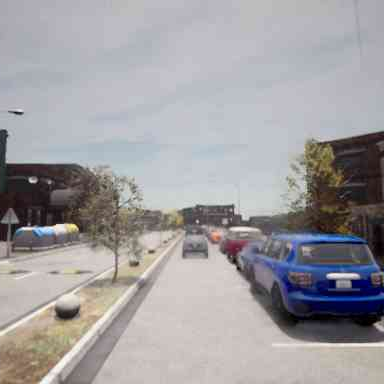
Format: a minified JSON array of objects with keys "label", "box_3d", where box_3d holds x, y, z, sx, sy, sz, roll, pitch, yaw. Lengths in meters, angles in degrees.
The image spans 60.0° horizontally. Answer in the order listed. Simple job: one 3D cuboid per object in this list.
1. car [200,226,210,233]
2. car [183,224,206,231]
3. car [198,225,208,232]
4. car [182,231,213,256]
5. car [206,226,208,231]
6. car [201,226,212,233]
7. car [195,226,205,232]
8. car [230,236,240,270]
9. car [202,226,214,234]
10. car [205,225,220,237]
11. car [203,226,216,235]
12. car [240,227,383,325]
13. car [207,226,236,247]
[{"label":"car","box_3d":[3.053,9.015,80.763,2.097,1.535,5.008,0,-6,-2]},{"label":"car","box_3d":[0.305,5.062,41.630,2.150,2.045,5.566,0,-5,0]},{"label":"car","box_3d":[2.732,9.435,86.263,2.185,1.767,4.553,0,-6,-3]},{"label":"car","box_3d":[0.220,3.810,24.234,2.033,1.411,5.357,0,-5,0]},{"label":"car","box_3d":[3.237,5.929,47.861,2.002,1.452,4.674,0,-5,0]},{"label":"car","box_3d":[3.256,8.507,75.241,2.002,1.452,4.674,0,-6,-1]},{"label":"car","box_3d":[2.266,10.154,91.929,2.163,1.488,4.792,0,-6,-5]},{"label":"car","box_3d":[3.068,2.935,14.742,2.002,1.452,4.674,0,-5,0]},{"label":"car","box_3d":[3.341,7.926,69.724,2.231,1.521,4.892,0,-5,0]},{"label":"car","box_3d":[3.265,6.269,53.346,2.185,1.767,4.553,0,-5,0]},{"label":"car","box_3d":[3.321,7.404,64.229,2.231,1.521,4.892,0,-5,0]},{"label":"car","box_3d":[3.040,2.168,9.301,2.435,2.045,5.566,0,-5,0]},{"label":"car","box_3d":[3.180,4.739,36.726,2.185,1.767,4.553,0,-5,0]}]
